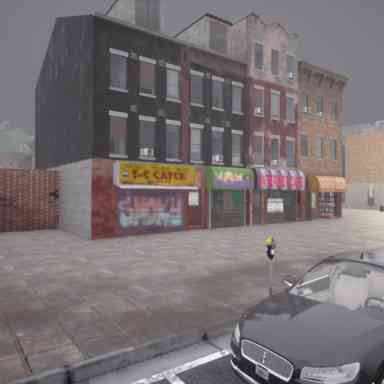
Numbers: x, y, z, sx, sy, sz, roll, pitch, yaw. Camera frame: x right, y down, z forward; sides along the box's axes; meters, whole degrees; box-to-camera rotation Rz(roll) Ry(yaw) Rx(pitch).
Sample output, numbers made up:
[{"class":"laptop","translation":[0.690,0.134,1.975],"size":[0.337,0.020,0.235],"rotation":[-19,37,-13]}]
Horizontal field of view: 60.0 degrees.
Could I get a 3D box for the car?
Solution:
[{"class":"car","translation":[2.474,1.553,4.562],"size":[4.403,1.369,2.008],"rotation":[0,0,-35]}]
